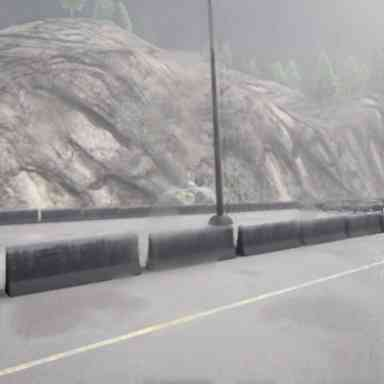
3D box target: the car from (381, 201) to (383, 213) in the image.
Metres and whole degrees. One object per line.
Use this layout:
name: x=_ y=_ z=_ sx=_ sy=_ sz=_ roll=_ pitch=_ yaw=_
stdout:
car: x=21.350 y=1.372 z=33.290 sx=4.553 sy=1.767 sz=2.097 roll=0 pitch=0 yaw=-37

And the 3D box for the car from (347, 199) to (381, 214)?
car: x=19.221 y=1.566 z=36.065 sx=4.892 sy=1.490 sz=1.837 roll=0 pitch=-1 yaw=-37

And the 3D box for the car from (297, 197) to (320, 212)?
car: x=15.171 y=1.484 z=41.779 sx=4.553 sy=1.767 sz=2.097 roll=0 pitch=0 yaw=-37

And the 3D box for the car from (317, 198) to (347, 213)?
car: x=16.969 y=1.661 z=38.753 sx=4.181 sy=1.385 sz=1.994 roll=0 pitch=-1 yaw=-37
